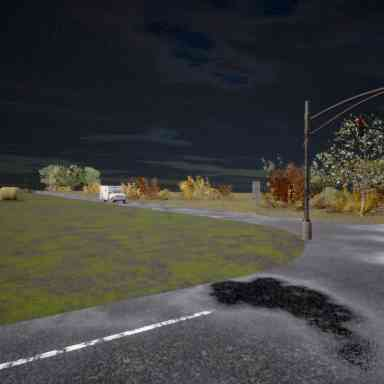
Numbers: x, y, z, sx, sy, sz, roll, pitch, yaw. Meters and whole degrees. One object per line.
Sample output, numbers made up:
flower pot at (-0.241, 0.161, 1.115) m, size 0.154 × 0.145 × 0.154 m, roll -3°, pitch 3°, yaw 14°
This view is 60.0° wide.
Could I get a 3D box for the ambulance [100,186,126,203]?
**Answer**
ambulance at (-11.882, 0.341, 50.062) m, size 2.351 × 2.431 × 6.366 m, roll 2°, pitch 0°, yaw -32°
